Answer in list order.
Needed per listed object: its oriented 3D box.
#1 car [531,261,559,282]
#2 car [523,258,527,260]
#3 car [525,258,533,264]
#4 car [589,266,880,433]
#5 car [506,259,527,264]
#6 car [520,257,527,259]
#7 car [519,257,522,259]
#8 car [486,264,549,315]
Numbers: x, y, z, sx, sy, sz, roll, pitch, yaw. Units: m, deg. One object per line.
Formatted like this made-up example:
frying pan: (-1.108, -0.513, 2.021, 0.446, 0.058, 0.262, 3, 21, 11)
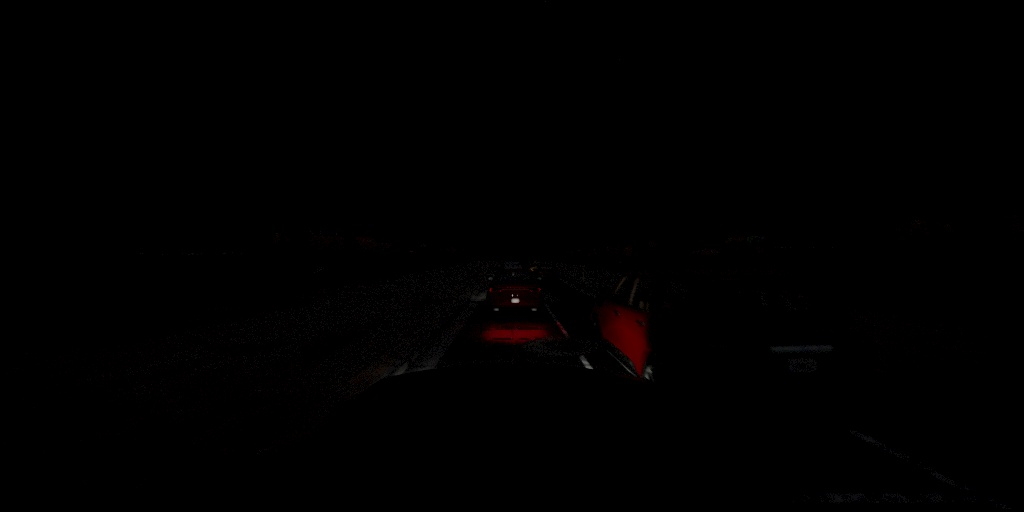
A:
car: (2.636, 1.306, 27.745, 1.802, 1.307, 4.207, 0, 0, 0)
car: (2.636, 1.259, 44.342, 2.007, 1.370, 4.403, 0, 0, 0)
car: (2.636, 1.239, 38.980, 1.751, 1.417, 4.829, 0, 0, 0)
car: (2.637, 1.061, 5.615, 2.192, 1.841, 5.009, 0, 0, 0)
car: (0.100, 1.246, 31.179, 1.812, 1.442, 4.674, 0, 0, 0)
car: (2.636, 1.266, 55.407, 1.948, 1.339, 4.313, 0, 0, 0)
car: (2.636, 1.262, 60.940, 1.948, 1.339, 4.313, 0, 0, 0)
car: (0.112, 1.216, 13.457, 1.882, 1.535, 5.008, 0, 0, 0)
